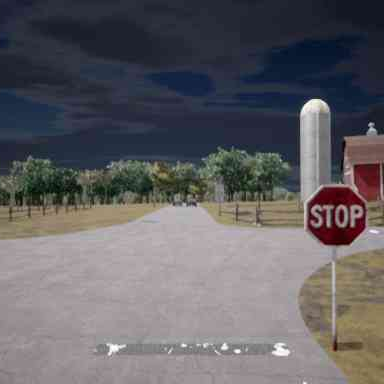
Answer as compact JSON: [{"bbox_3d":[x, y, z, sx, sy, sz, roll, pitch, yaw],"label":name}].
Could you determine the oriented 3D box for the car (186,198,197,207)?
[{"bbox_3d":[-0.078,1.963,60.885,1.837,1.490,4.892,0,-1,0],"label":"car"}]

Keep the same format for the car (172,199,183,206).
[{"bbox_3d":[-2.833,2.076,65.490,2.033,1.411,5.357,0,-1,0],"label":"car"}]
